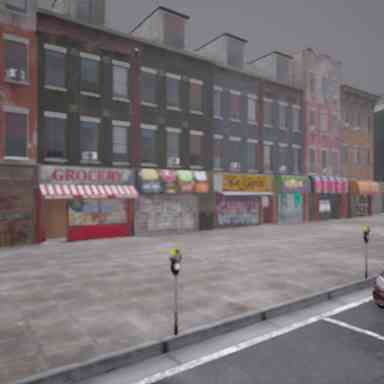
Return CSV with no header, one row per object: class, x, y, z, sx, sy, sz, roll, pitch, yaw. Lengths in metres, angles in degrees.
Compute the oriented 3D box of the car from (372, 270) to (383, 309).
car,5.264,1.583,6.569,4.206,1.307,1.802,0,0,-36
